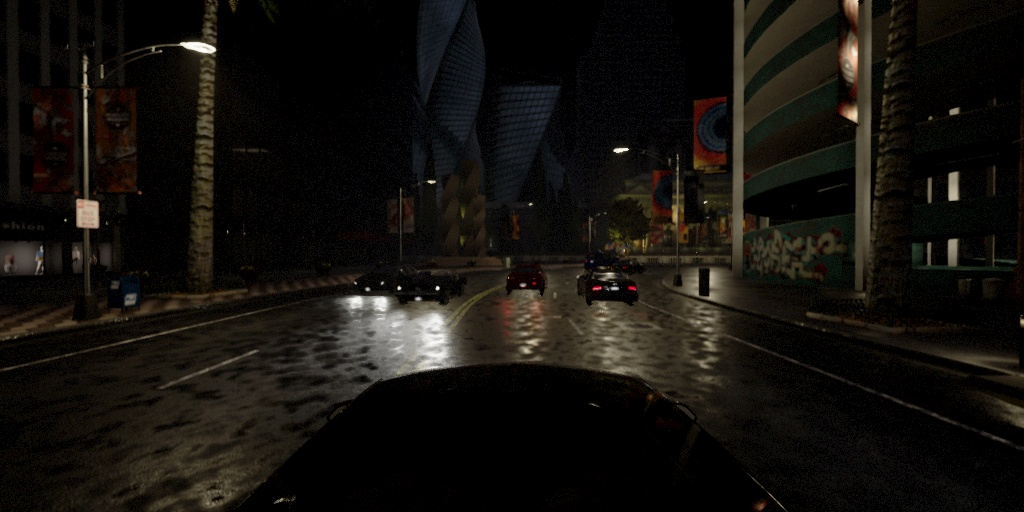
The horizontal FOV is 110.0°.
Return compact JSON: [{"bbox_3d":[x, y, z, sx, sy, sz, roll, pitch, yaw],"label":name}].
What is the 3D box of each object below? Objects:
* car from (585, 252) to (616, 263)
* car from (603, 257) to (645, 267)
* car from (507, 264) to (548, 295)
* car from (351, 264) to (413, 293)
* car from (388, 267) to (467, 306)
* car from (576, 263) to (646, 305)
[{"bbox_3d":[9.631,0.676,37.210,2.150,2.045,5.566,0,0,42],"label":"car"},{"bbox_3d":[10.730,1.041,33.209,2.033,1.411,5.357,0,1,38],"label":"car"},{"bbox_3d":[0.875,1.137,18.767,1.812,1.442,4.674,0,0,9],"label":"car"},{"bbox_3d":[-6.384,1.153,19.430,2.033,1.411,5.357,0,0,9],"label":"car"},{"bbox_3d":[-3.269,1.241,15.269,1.895,1.301,4.718,0,0,4],"label":"car"},{"bbox_3d":[3.884,1.187,15.276,2.033,1.411,5.357,0,0,5],"label":"car"}]
